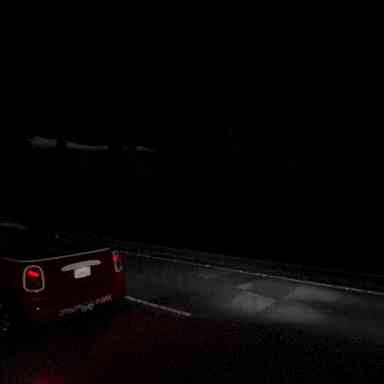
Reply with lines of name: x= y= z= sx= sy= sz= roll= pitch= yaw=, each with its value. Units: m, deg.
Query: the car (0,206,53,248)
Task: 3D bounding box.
car: x=-8.808 y=1.505 z=15.853 sx=4.902 sy=1.511 sz=2.128 roll=0 pitch=0 yaw=42

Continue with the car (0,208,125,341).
car: x=-3.492 y=1.356 z=6.782 sx=4.553 sy=1.767 sz=2.097 roll=0 pitch=0 yaw=37
